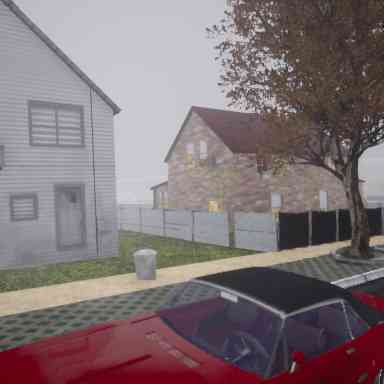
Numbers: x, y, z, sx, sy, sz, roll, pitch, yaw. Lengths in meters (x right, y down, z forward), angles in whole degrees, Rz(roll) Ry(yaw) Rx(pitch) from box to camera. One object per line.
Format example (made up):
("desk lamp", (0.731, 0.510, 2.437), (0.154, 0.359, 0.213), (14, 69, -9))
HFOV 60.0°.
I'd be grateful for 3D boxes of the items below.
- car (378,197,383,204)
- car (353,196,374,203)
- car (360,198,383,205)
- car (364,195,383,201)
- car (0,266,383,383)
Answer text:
("car", (38.469, 1.656, 64.920), (1.994, 1.385, 4.181), (-2, 0, 0))
("car", (38.553, 1.608, 74.934), (2.128, 1.511, 4.902), (-2, 0, 0))
("car", (35.226, 1.819, 65.298), (1.895, 1.301, 4.718), (-2, 0, 0))
("car", (28.498, 1.548, 50.375), (2.150, 2.045, 5.566), (-2, 0, 1))
("car", (0.482, 1.599, 3.413), (4.718, 1.301, 1.895), (0, 0, -35))
